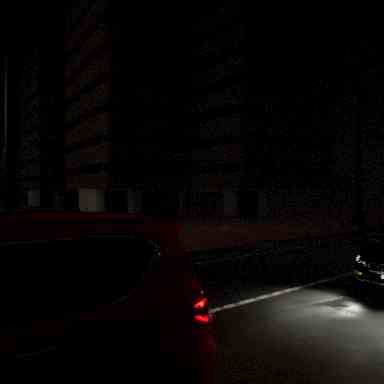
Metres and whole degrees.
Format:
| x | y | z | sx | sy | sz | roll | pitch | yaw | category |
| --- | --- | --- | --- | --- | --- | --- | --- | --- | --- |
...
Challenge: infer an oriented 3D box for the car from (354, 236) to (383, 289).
| x | y | z | sx | sy | sz | roll | pitch | yaw | category |
| --- | --- | --- | --- | --- | --- | --- | --- | --- | --- |
| 5.952 | 1.500 | 8.252 | 4.892 | 1.490 | 1.837 | 0 | 0 | -36 | car |

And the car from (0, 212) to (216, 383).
| x | y | z | sx | sy | sz | roll | pitch | yaw | category |
| --- | --- | --- | --- | --- | --- | --- | --- | --- | --- |
| -2.381 | 1.225 | 2.291 | 5.566 | 2.045 | 2.150 | 0 | 0 | -36 | car |

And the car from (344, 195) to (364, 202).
| x | y | z | sx | sy | sz | roll | pitch | yaw | category |
| --- | --- | --- | --- | --- | --- | --- | --- | --- | --- |
| 41.207 | 1.763 | 85.614 | 1.970 | 1.475 | 3.806 | 0 | -1 | -37 | car |
